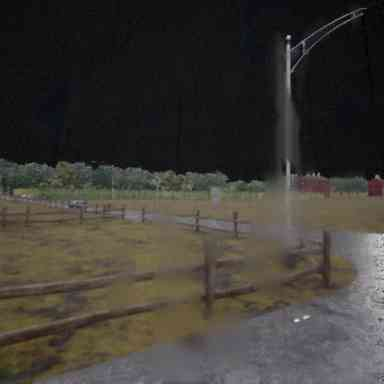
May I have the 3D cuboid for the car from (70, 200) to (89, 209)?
[{"bbox_3d":[-17.384,1.912,50.897,2.033,1.411,5.357,-1,0,-35],"label":"car"}]
